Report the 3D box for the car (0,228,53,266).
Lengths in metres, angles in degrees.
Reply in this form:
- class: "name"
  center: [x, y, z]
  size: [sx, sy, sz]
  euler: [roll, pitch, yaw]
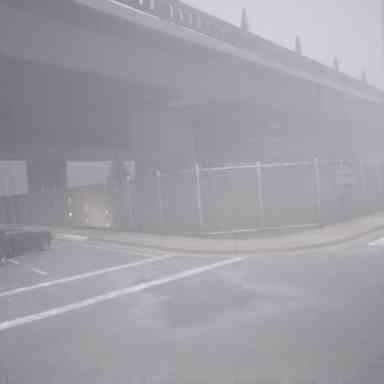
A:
- class: "car"
  center: [-7.729, 2.135, 13.659]
  size: [1.895, 1.301, 4.718]
  euler: [-4, 0, 6]
